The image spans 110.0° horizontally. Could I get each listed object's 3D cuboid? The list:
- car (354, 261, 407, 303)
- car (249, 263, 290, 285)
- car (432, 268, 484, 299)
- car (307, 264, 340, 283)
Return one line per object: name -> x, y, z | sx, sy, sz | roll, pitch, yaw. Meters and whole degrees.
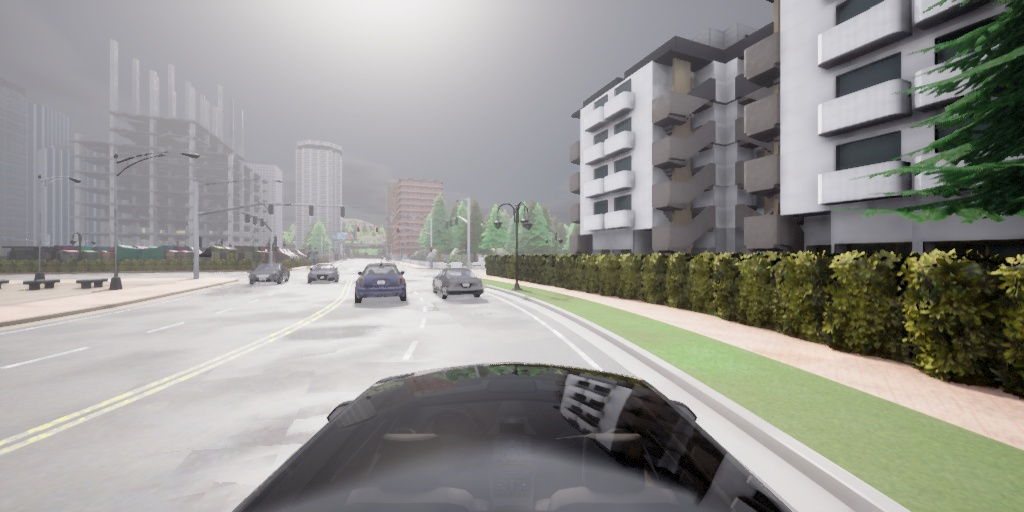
car -> -6.138, 1.114, 16.884 | 2.097, 1.767, 4.553 | 0, 0, -19
car -> -17.650, 1.268, 26.245 | 2.128, 1.511, 4.902 | 0, 0, -23
car -> -2.849, 1.311, 18.080 | 2.033, 1.411, 5.357 | 0, 0, -19
car -> -14.432, 1.348, 27.621 | 1.994, 1.385, 4.181 | 0, 0, -23
